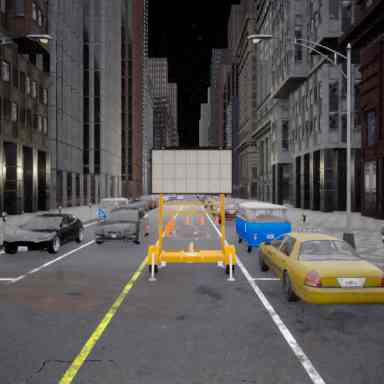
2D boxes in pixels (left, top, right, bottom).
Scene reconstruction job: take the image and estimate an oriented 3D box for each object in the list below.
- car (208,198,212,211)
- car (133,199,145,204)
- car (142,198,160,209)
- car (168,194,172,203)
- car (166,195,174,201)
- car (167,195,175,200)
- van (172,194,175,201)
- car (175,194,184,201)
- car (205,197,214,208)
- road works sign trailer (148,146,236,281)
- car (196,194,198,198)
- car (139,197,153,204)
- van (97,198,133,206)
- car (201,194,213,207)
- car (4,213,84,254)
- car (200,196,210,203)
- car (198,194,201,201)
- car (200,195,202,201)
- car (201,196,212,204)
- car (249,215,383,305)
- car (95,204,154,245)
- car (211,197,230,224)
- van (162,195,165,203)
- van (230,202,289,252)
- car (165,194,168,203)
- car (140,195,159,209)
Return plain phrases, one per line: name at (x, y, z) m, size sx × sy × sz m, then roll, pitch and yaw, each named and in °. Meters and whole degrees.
car at (2.749, 1.529, 30.610) m, size 1.752 × 1.417 × 4.829 m, roll 0°, pitch 0°, yaw 0°
car at (-5.776, 1.569, 30.426) m, size 1.947 × 1.339 × 4.313 m, roll 0°, pitch 0°, yaw 0°
car at (-5.782, 1.551, 47.336) m, size 1.887 × 1.381 × 4.507 m, roll 0°, pitch 0°, yaw 0°
car at (-5.791, 1.451, 69.883) m, size 1.967 × 1.590 × 4.097 m, roll 0°, pitch 0°, yaw 0°
car at (-5.797, 1.540, 86.623) m, size 1.752 × 1.417 × 4.829 m, roll 0°, pitch 0°, yaw 0°
car at (-5.799, 1.569, 92.429) m, size 2.008 × 1.369 × 4.403 m, roll 0°, pitch 0°, yaw 0°
van at (-5.796, 1.354, 81.156) m, size 1.690 × 1.788 × 3.998 m, roll 0°, pitch 0°, yaw 0°
car at (-3.031, 1.540, 84.267) m, size 1.812 × 1.442 × 4.674 m, roll 0°, pitch 0°, yaw 0°
car at (2.747, 1.555, 36.077) m, size 2.008 × 1.369 × 4.403 m, roll 0°, pitch 0°, yaw 0°
road works sign trailer at (-0.004, 0.464, 9.846) m, size 2.380 × 3.560 × 2.880 m, roll 0°, pitch 0°, yaw 0°
car at (2.730, 1.453, 81.167) m, size 1.967 × 1.590 × 4.097 m, roll 0°, pitch 0°, yaw 0°
car at (-5.778, 1.570, 36.063) m, size 1.947 × 1.339 × 4.313 m, roll 0°, pitch 0°, yaw 0°
van at (-5.775, 1.343, 24.789) m, size 1.690 × 1.788 × 3.998 m, roll 0°, pitch 0°, yaw 0°
car at (2.742, 1.446, 47.349) m, size 1.967 × 1.590 × 4.097 m, roll 0°, pitch 0°, yaw 0°
car at (-5.770, 1.566, 13.516) m, size 1.947 × 1.339 × 4.313 m, roll 0°, pitch 0°, yaw 0°
car at (2.734, 1.576, 69.895) m, size 1.947 × 1.339 × 4.313 m, roll 0°, pitch 0°, yaw 0°
car at (2.738, 1.323, 58.622) m, size 2.192 × 1.841 × 5.009 m, roll 0°, pitch 0°, yaw 0°
car at (2.741, 1.573, 52.986) m, size 1.947 × 1.339 × 4.313 m, roll 0°, pitch 0°, yaw 0°
car at (2.736, 1.554, 64.259) m, size 1.887 × 1.381 × 4.507 m, roll 0°, pitch 0°, yaw 0°
car at (2.757, 1.525, 8.065) m, size 1.752 × 1.417 × 4.829 m, roll 0°, pitch 0°, yaw 0°
car at (-3.106, 1.506, 15.624) m, size 1.837 × 1.490 × 4.892 m, roll 0°, pitch 0°, yaw 0°
car at (2.750, 1.442, 24.804) m, size 1.967 × 1.590 × 4.097 m, roll 0°, pitch 0°, yaw 0°
van at (-5.785, 1.348, 52.973) m, size 1.690 × 1.788 × 3.998 m, roll 0°, pitch 0°, yaw 0°
van at (2.754, 1.342, 13.531) m, size 1.690 × 1.788 × 3.998 m, roll 0°, pitch 0°, yaw 0°
car at (-5.787, 1.448, 58.610) m, size 1.967 × 1.590 × 4.097 m, roll 0°, pitch 0°, yaw 0°
car at (-5.781, 1.320, 41.699) m, size 2.192 × 1.841 × 5.009 m, roll 0°, pitch 0°, yaw 0°
